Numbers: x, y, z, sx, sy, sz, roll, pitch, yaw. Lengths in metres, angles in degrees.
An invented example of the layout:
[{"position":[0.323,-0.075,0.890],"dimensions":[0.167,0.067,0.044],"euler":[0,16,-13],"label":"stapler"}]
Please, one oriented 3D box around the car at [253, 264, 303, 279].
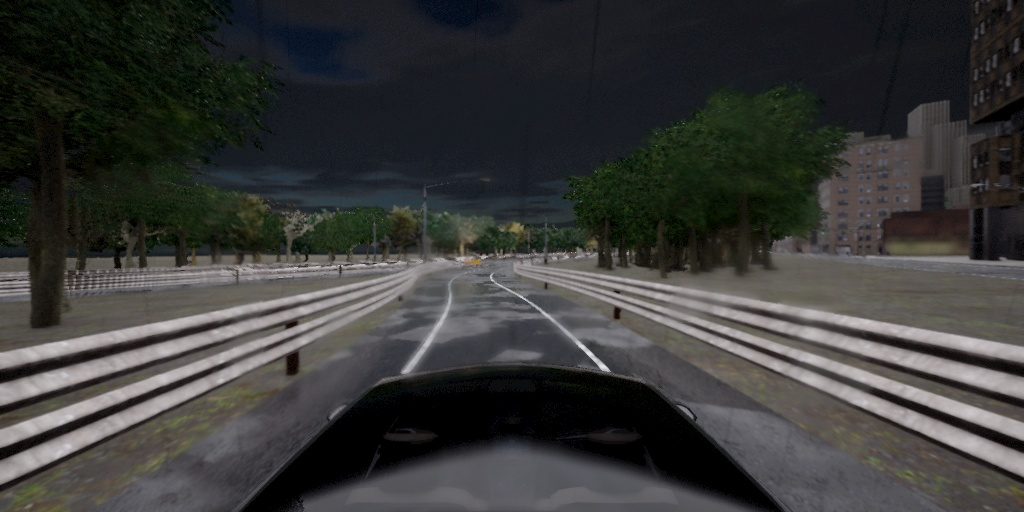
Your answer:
[{"position":[-26.687,1.704,41.161],"dimensions":[1.882,1.535,5.008],"euler":[0,1,31],"label":"car"}]
